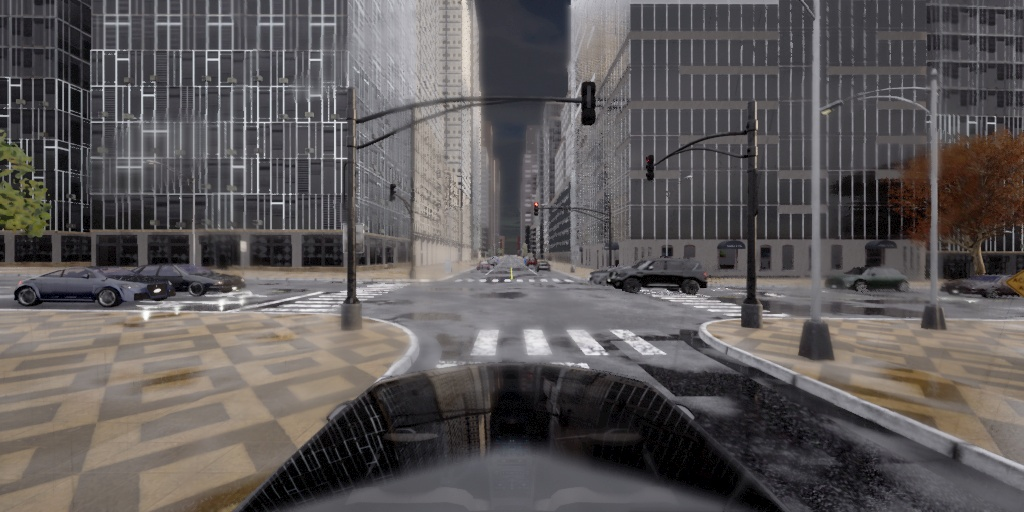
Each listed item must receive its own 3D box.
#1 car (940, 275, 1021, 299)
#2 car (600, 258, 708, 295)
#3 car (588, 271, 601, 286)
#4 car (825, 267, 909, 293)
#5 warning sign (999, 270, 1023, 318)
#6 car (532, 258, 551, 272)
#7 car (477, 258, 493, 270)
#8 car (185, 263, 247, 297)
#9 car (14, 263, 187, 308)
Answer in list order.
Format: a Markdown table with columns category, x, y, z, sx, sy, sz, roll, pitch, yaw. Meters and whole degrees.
| category | x | y | z | sx | sy | sz | roll | pitch | yaw |
| --- | --- | --- | --- | --- | --- | --- | --- | --- | --- |
| car | 29.659 | 1.855 | 21.930 | 5.357 | 1.411 | 2.033 | 1 | 0 | -3 |
| car | 8.415 | 1.135 | 20.933 | 5.566 | 2.045 | 2.150 | 2 | 1 | -3 |
| car | 7.615 | 1.371 | 24.159 | 4.902 | 1.511 | 2.128 | 2 | 0 | -3 |
| car | 24.580 | 1.568 | 24.947 | 4.553 | 1.767 | 2.097 | 1 | 0 | -3 |
| warning sign | 17.274 | 1.204 | 11.896 | 1.060 | 1.860 | 1.300 | 0 | 0 | -3 |
| car | 3.925 | 1.329 | 45.698 | 1.948 | 1.339 | 4.313 | 0 | 0 | 0 |
| car | -4.028 | 1.343 | 51.190 | 1.802 | 1.307 | 4.207 | 0 | 0 | 0 |
| car | -15.353 | 1.040 | 16.422 | 5.357 | 1.411 | 2.033 | 1 | 0 | 0 |
| car | -15.079 | 1.063 | 13.147 | 4.181 | 1.385 | 1.994 | 1 | 0 | -3 |
